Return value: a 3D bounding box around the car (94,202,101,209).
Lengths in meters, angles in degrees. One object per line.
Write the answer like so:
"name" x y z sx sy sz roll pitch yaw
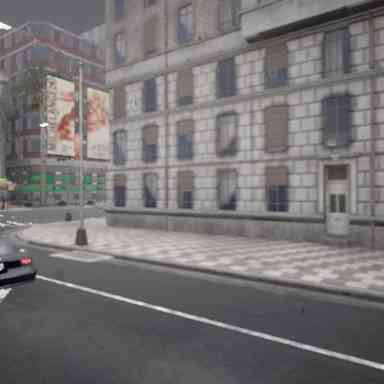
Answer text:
"car" -11.948 1.711 48.050 1.812 1.442 4.674 0 0 37

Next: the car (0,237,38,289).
"car" -5.990 1.595 8.266 5.357 1.411 2.033 0 0 36

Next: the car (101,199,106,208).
"car" -9.618 1.694 45.321 1.812 1.442 4.674 0 0 37
